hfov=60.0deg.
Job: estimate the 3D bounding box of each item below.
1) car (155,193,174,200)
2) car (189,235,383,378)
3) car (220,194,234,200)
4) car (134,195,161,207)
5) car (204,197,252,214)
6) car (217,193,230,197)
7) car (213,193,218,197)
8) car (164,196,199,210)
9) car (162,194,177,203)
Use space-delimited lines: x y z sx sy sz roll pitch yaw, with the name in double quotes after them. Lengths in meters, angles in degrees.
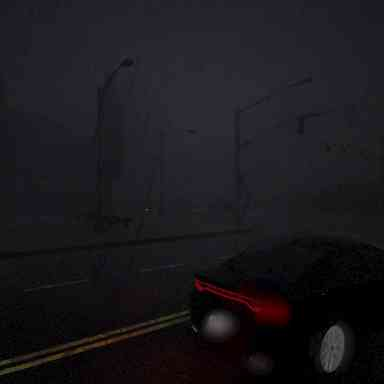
-7.303 1.153 89.220 4.605 1.855 1.932 0 0 -37 "car"
2.278 1.478 5.631 5.008 1.535 1.882 0 0 -37 "car"
10.024 1.395 95.078 3.806 1.475 1.970 0 0 -37 "car"
-7.283 1.352 52.002 2.097 1.767 4.553 0 0 -35 "car"
3.972 1.547 35.918 2.033 1.411 5.357 0 0 -35 "car"
7.793 1.395 68.776 3.806 1.475 1.970 0 0 -37 "car"
6.079 1.156 71.110 3.866 1.878 1.905 0 0 -37 "car"
-1.395 1.564 43.578 1.994 1.385 4.181 0 0 -35 "car"
-4.435 1.547 60.451 2.033 1.411 5.357 0 0 -35 "car"
